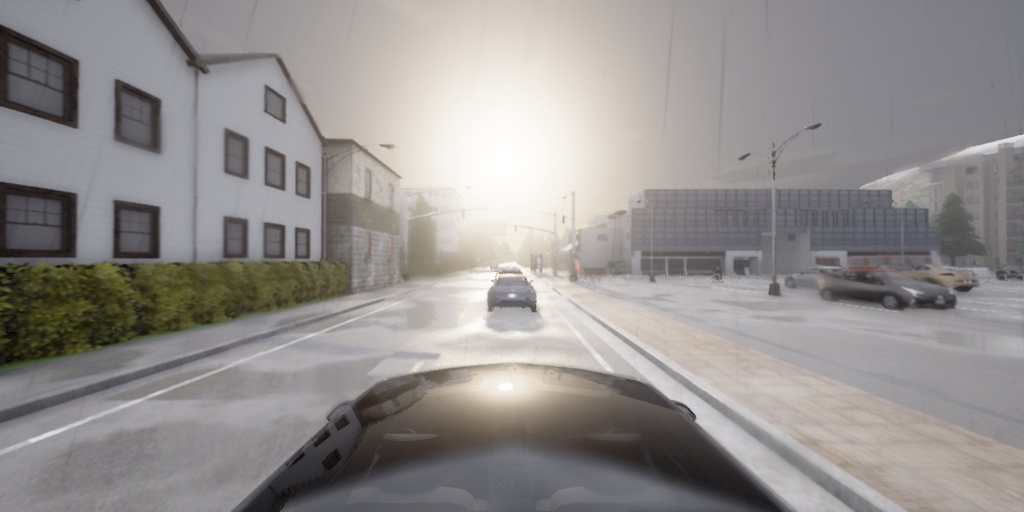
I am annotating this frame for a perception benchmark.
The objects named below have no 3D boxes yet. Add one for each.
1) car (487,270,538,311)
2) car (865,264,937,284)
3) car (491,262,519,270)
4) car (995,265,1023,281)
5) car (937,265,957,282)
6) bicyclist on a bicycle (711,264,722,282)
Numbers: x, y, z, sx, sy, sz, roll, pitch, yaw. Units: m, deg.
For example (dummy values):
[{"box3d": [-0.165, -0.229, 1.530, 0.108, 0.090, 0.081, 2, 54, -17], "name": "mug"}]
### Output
[{"box3d": [0.022, 1.464, 15.274, 1.994, 1.385, 4.181, 0, -1, 0], "name": "car"}, {"box3d": [39.799, 1.665, 36.739, 4.553, 1.767, 2.097, 0, -1, 0], "name": "car"}, {"box3d": [-0.374, 1.554, 31.032, 1.882, 1.535, 5.008, 1, -1, -8], "name": "car"}, {"box3d": [52.874, 1.667, 36.790, 4.553, 1.767, 2.097, 0, -1, 0], "name": "car"}, {"box3d": [45.911, 1.846, 40.289, 4.902, 1.511, 2.128, 0, -1, 0], "name": "car"}, {"box3d": [18.714, 1.570, 32.819, 0.582, 1.620, 1.656, 0, -1, 0], "name": "bicyclist on a bicycle"}]
